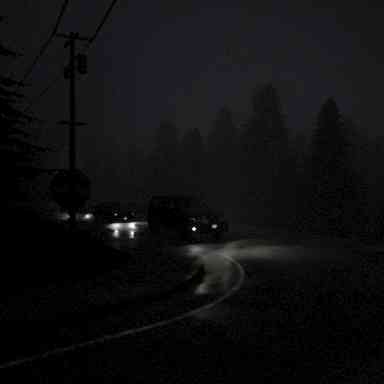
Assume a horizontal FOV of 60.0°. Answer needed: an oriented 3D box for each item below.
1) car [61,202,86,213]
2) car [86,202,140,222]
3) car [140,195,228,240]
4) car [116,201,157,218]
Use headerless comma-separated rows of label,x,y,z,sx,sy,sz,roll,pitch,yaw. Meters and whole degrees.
car,-12.437,1.447,35.089,1.882,1.535,5.008,0,0,-35
car,-6.265,1.509,26.065,2.033,1.411,5.357,0,0,-34
car,-0.461,1.183,17.183,2.150,2.045,5.566,0,0,-32
car,-5.299,1.563,31.248,1.895,1.301,4.718,0,0,-34
